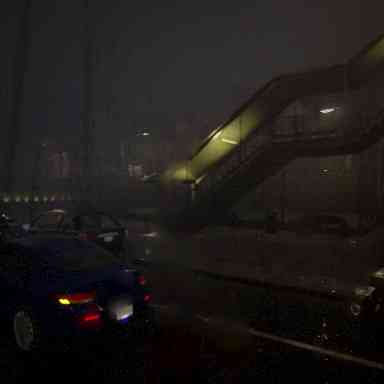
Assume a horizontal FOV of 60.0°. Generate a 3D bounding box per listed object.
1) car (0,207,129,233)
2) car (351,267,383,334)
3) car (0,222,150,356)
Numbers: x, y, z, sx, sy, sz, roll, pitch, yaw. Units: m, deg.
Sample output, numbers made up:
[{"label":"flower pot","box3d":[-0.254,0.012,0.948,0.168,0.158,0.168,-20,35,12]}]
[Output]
[{"label":"car","box3d":[-4.067,1.331,10.514,4.553,1.767,2.185,0,0,35]},{"label":"car","box3d":[4.678,1.485,4.218,2.231,1.521,4.892,0,0,-45]},{"label":"car","box3d":[-2.815,1.511,6.000,4.674,1.442,1.812,0,0,36]}]
